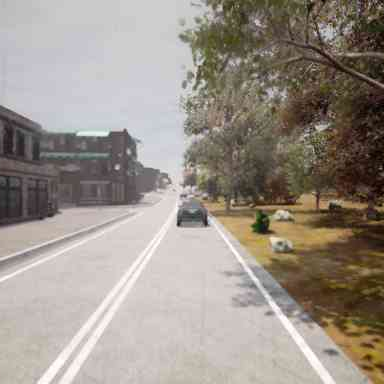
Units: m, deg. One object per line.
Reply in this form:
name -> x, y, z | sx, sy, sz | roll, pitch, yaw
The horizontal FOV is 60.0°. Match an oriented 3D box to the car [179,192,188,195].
car -> -2.039, 0.892, 81.397 | 1.837, 1.490, 4.892 | 0, 1, -3

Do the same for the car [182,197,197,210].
car -> -0.344, 1.452, 42.387 | 1.837, 1.490, 4.892 | 0, 0, -1

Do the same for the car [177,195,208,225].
car -> -0.003, 1.339, 24.085 | 2.097, 1.767, 4.553 | 0, 0, -1
